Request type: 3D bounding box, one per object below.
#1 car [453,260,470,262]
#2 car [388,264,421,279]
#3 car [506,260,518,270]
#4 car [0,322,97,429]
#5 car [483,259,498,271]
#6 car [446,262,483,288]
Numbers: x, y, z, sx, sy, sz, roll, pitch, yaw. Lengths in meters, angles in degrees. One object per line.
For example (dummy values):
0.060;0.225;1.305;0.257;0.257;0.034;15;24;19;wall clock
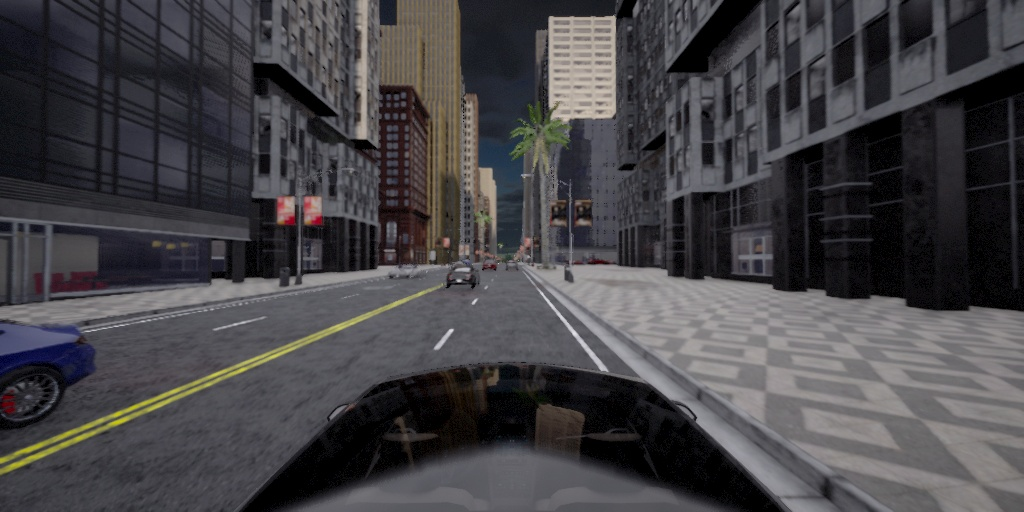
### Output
-6.658;1.366;44.182;1.837;1.490;4.892;0;0;0;car
-9.905;1.425;33.198;1.895;1.301;4.718;0;0;0;car
0.007;1.402;55.388;2.128;1.511;4.902;0;-1;0;car
-6.585;1.287;2.952;1.812;1.442;4.674;0;0;0;car
-3.241;1.258;53.731;2.097;1.767;4.553;0;0;0;car
-3.187;1.312;23.828;1.812;1.442;4.674;0;0;0;car
